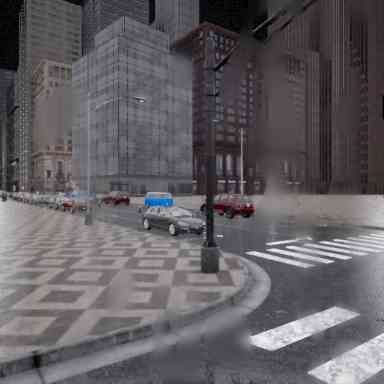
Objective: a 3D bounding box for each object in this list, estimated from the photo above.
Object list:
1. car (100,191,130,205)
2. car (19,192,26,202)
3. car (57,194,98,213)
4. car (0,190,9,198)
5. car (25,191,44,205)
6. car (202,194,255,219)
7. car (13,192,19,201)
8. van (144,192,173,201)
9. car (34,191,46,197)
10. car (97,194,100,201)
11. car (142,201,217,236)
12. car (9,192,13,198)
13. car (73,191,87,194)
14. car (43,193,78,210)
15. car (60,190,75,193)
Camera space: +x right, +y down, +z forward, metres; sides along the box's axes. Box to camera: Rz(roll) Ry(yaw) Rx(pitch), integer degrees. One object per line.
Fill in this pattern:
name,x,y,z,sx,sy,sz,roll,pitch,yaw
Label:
car,-9.939,0.766,44.144,2.192,1.841,5.009,1,0,-36
car,-23.229,0.874,48.086,2.008,1.369,4.403,1,0,-36
car,-10.544,1.139,30.311,1.887,1.381,4.507,1,0,-36
car,-39.085,0.610,70.303,1.947,1.339,4.313,1,0,-36
car,-20.058,0.939,43.642,2.008,1.369,4.403,1,0,-36
car,2.748,1.050,26.367,2.192,1.841,5.009,1,0,-36
car,-26.399,0.702,52.529,1.967,1.590,4.097,1,0,-36
van,-3.596,0.931,35.255,1.690,1.788,3.998,1,0,-36
car,-38.487,0.495,84.139,1.887,1.381,4.507,0,0,-36
car,-13.114,0.934,48.589,2.008,1.369,4.403,1,0,-36
car,-1.031,1.367,16.981,2.008,1.369,4.403,1,0,-36
car,-29.572,0.747,56.973,1.887,1.381,4.507,1,0,-36
car,-16.159,0.967,48.414,1.895,1.301,4.718,0,1,-36
car,-13.715,1.074,34.754,2.008,1.369,4.403,1,0,-36
car,-21.881,0.778,56.432,1.812,1.442,4.674,0,1,-35
